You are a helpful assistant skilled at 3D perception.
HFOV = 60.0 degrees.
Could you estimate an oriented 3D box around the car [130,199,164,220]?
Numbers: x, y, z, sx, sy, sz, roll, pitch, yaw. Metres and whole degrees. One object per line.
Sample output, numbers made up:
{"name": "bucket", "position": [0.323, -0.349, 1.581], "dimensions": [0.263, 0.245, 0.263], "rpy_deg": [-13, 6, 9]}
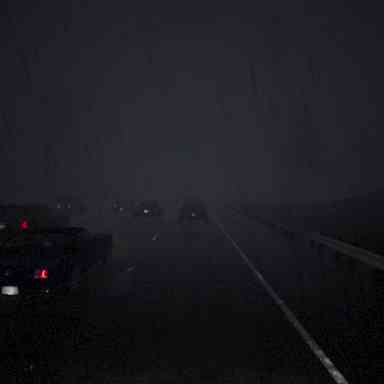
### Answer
{"name": "car", "position": [-3.389, 1.383, 26.470], "dimensions": [1.994, 1.385, 4.181], "rpy_deg": [0, 0, 0]}

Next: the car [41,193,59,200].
{"name": "car", "position": [-31.474, 1.022, 73.862], "dimensions": [1.812, 1.442, 4.674], "rpy_deg": [0, 0, 0]}

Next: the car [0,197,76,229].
{"name": "car", "position": [-6.895, 1.255, 14.192], "dimensions": [2.097, 1.767, 4.553], "rpy_deg": [0, 0, 0]}

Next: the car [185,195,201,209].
{"name": "car", "position": [0.115, 1.198, 41.042], "dimensions": [1.882, 1.535, 5.008], "rpy_deg": [0, 1, 0]}

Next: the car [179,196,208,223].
{"name": "car", "position": [0.108, 1.315, 23.896], "dimensions": [1.882, 1.535, 5.008], "rpy_deg": [0, 0, 0]}

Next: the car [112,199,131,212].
{"name": "car", "position": [-6.888, 1.364, 34.671], "dimensions": [1.895, 1.301, 4.718], "rpy_deg": [0, 0, 0]}

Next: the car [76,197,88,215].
{"name": "car", "position": [-10.390, 1.161, 28.044], "dimensions": [2.097, 1.767, 4.553], "rpy_deg": [0, 0, 0]}

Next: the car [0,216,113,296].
{"name": "car", "position": [-3.399, 1.542, 8.465], "dimensions": [1.895, 1.301, 4.718], "rpy_deg": [0, 0, 0]}
